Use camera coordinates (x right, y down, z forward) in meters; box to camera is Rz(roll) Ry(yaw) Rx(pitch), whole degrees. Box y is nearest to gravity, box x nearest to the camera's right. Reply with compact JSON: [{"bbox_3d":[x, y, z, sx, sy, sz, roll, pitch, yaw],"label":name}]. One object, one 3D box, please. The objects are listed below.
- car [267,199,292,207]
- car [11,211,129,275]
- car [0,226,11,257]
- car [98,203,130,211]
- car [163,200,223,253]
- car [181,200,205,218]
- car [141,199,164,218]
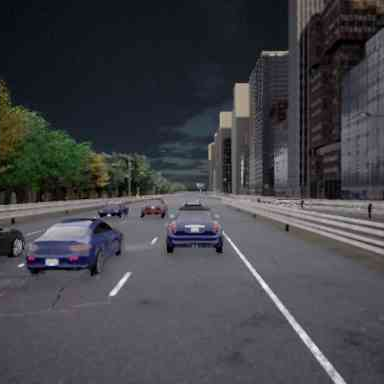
[{"bbox_3d":[13.690,1.766,52.593,1.895,1.301,4.718,0,0,-17],"label":"car"},{"bbox_3d":[-3.402,1.536,10.371,1.812,1.442,4.674,0,0,0],"label":"car"},{"bbox_3d":[-6.908,1.515,9.994,1.837,1.490,4.892,0,0,0],"label":"car"},{"bbox_3d":[-6.904,1.638,29.943,1.895,1.301,4.718,0,0,0],"label":"car"},{"bbox_3d":[0.099,1.366,13.994,2.097,1.767,4.553,0,0,0],"label":"car"},{"bbox_3d":[0.095,1.531,31.320,2.128,1.511,4.902,0,0,0],"label":"car"},{"bbox_3d":[-3.404,1.391,31.092,2.097,1.767,4.553,0,0,0],"label":"car"}]
